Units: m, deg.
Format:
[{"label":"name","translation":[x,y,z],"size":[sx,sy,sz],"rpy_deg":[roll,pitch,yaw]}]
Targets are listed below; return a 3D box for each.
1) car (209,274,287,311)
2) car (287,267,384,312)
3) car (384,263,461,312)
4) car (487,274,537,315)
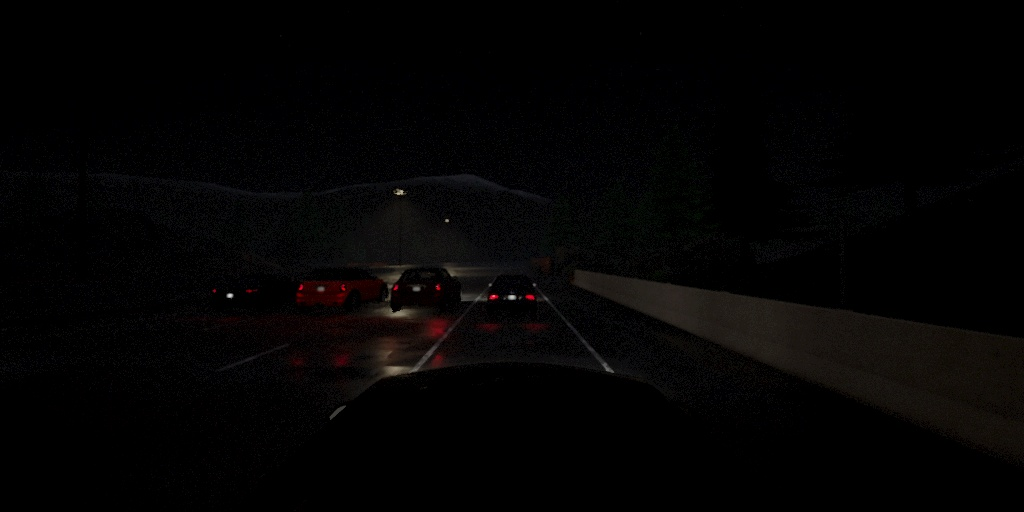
[{"label":"car","translation":[-10.474,1.468,15.350],"size":[1.994,1.385,4.181],"rpy_deg":[0,-1,1]},{"label":"car","translation":[-6.977,1.253,15.252],"size":[2.097,1.767,4.553],"rpy_deg":[0,-1,1]},{"label":"car","translation":[-3.477,1.253,15.252],"size":[2.097,1.767,4.553],"rpy_deg":[0,-1,1]},{"label":"car","translation":[0.009,1.440,14.340],"size":[2.033,1.411,5.357],"rpy_deg":[0,-1,0]}]
